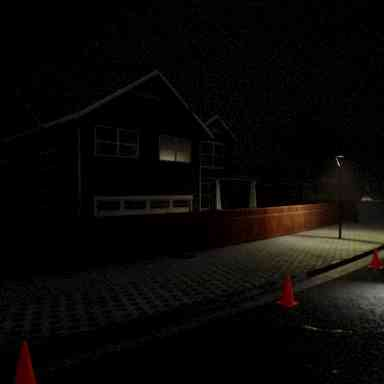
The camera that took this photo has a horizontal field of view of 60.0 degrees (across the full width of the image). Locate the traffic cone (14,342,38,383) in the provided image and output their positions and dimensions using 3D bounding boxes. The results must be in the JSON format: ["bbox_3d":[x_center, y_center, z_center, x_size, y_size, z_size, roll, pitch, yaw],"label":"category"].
[{"bbox_3d":[-1.846,1.956,3.666,0.340,0.580,0.340,0,0,-37],"label":"traffic cone"}]

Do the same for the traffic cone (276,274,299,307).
[{"bbox_3d":[1.928,1.957,6.705,0.340,0.580,0.340,0,0,-41],"label":"traffic cone"}]

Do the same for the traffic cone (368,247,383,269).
[{"bbox_3d":[5.507,1.959,9.973,0.340,0.580,0.340,0,0,-44],"label":"traffic cone"}]
